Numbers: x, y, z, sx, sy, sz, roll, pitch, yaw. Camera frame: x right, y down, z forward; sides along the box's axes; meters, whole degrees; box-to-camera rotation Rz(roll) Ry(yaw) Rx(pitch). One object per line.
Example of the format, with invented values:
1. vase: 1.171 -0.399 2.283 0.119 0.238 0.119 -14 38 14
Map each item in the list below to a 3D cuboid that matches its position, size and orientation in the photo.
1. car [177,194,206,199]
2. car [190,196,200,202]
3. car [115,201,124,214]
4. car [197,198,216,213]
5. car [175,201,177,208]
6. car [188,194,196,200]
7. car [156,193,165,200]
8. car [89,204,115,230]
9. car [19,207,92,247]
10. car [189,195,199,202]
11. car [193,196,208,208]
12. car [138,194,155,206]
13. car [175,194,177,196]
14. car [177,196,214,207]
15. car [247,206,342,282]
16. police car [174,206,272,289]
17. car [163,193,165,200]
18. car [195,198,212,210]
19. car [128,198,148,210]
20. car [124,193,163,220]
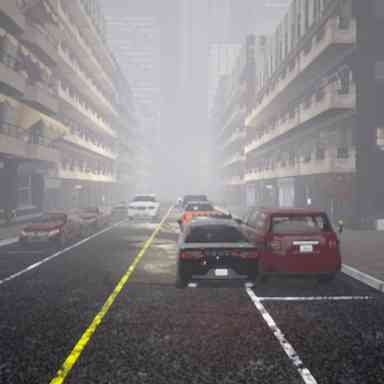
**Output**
1. car: 0.178 1.197 25.212 2.150 2.045 5.566 0 0 -2
2. car: 0.608 1.493 71.206 1.947 1.339 4.313 -1 0 -2
3. car: -6.619 1.516 31.792 2.008 1.369 4.403 -1 0 -2
4. car: 1.589 1.485 37.778 1.752 1.417 4.829 -1 0 -2
5. car: -1.304 1.552 45.464 1.895 1.301 4.718 0 0 -1
6. car: -0.051 1.347 93.605 1.967 1.590 4.097 -1 0 -2
7. car: -8.266 1.226 87.788 2.192 1.841 5.009 -1 0 -2
8. car: -6.290 1.559 20.592 1.802 1.307 4.206 -1 0 -2
9. car: -6.125 1.565 14.992 1.802 1.307 4.206 -1 0 -2
10. car: 0.443 1.473 76.806 2.008 1.369 4.403 -1 0 -2
11. car: 1.264 1.389 48.807 1.967 1.590 4.097 -1 0 -2
12. car: -7.279 1.257 54.190 2.192 1.841 5.009 -1 0 -2
13. car: -1.611 1.467 55.470 1.812 1.442 4.674 0 0 -2
14. car: 0.355 1.330 19.155 2.097 1.767 4.553 0 0 -2
15. car: 2.413 1.305 9.610 2.192 1.841 5.009 -1 0 -2
16. police car: 0.542 1.415 9.302 1.930 1.638 5.238 0 0 -1
17. car: -8.098 1.467 82.188 2.008 1.369 4.403 -1 0 -2
18. car: 1.430 1.520 43.208 1.947 1.339 4.313 -1 0 -2
19. car: -6.947 1.504 42.991 2.008 1.369 4.403 -1 0 -2
20. car: -3.899 1.191 27.776 2.150 2.045 5.566 0 0 -2
